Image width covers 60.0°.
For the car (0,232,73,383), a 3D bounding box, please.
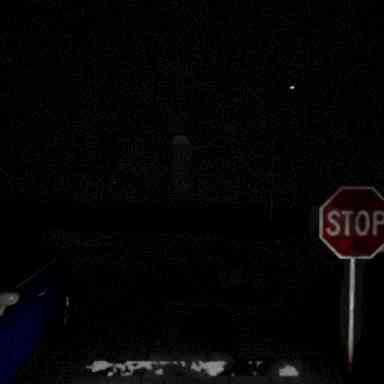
[{"bbox_3d":[-2.885,1.376,3.698,2.097,1.767,4.553,0,0,-6],"label":"car"}]
